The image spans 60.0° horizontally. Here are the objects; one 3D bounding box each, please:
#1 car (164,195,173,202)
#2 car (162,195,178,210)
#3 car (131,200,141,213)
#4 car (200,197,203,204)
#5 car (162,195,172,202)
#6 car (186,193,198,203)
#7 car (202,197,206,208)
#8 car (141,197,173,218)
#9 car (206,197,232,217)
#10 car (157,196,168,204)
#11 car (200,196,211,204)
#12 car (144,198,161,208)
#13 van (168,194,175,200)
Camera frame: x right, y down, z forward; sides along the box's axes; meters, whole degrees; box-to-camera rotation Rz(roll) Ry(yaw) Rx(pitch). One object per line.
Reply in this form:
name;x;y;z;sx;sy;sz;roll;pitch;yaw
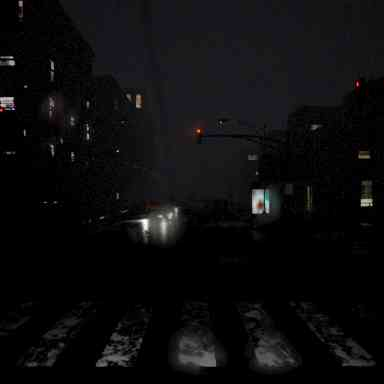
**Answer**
car;-5.791;1.592;82.862;1.752;1.417;4.829;-1;0;0
car;-3.144;1.504;40.613;2.128;1.511;4.902;0;0;0
car;-5.738;1.561;37.459;2.008;1.369;4.403;0;0;0
car;2.629;1.571;48.875;2.008;1.369;4.403;0;0;0
car;-5.786;1.497;77.335;1.967;1.590;4.097;0;0;0
car;0.010;1.269;70.594;2.150;2.045;5.566;0;0;0
car;2.636;1.597;43.178;1.802;1.307;4.206;0;0;0
car;-3.126;1.483;30.789;1.882;1.535;5.008;0;0;1
car;2.648;1.446;31.784;1.967;1.590;4.097;0;0;0
car;-5.771;1.565;65.773;1.752;1.417;4.829;0;0;0
car;2.610;1.591;65.965;2.008;1.369;4.403;-1;0;0
car;-5.751;1.571;48.853;2.008;1.369;4.403;0;0;0
van;-5.806;1.430;94.426;1.690;1.788;3.998;-1;0;0
